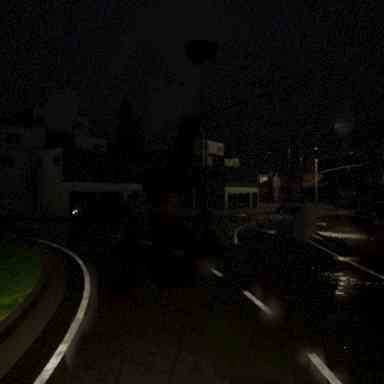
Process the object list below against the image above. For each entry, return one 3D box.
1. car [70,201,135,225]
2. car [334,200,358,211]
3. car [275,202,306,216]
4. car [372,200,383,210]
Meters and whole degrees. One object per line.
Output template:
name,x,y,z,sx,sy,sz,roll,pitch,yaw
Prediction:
car,-6.479,1.429,24.315,4.553,1.767,2.097,0,-1,-12
car,22.744,1.855,48.958,2.033,1.411,5.357,0,0,43
car,10.871,1.779,36.304,1.812,1.442,4.674,0,0,43
car,28.557,1.978,50.250,1.812,1.442,4.674,0,-1,38
